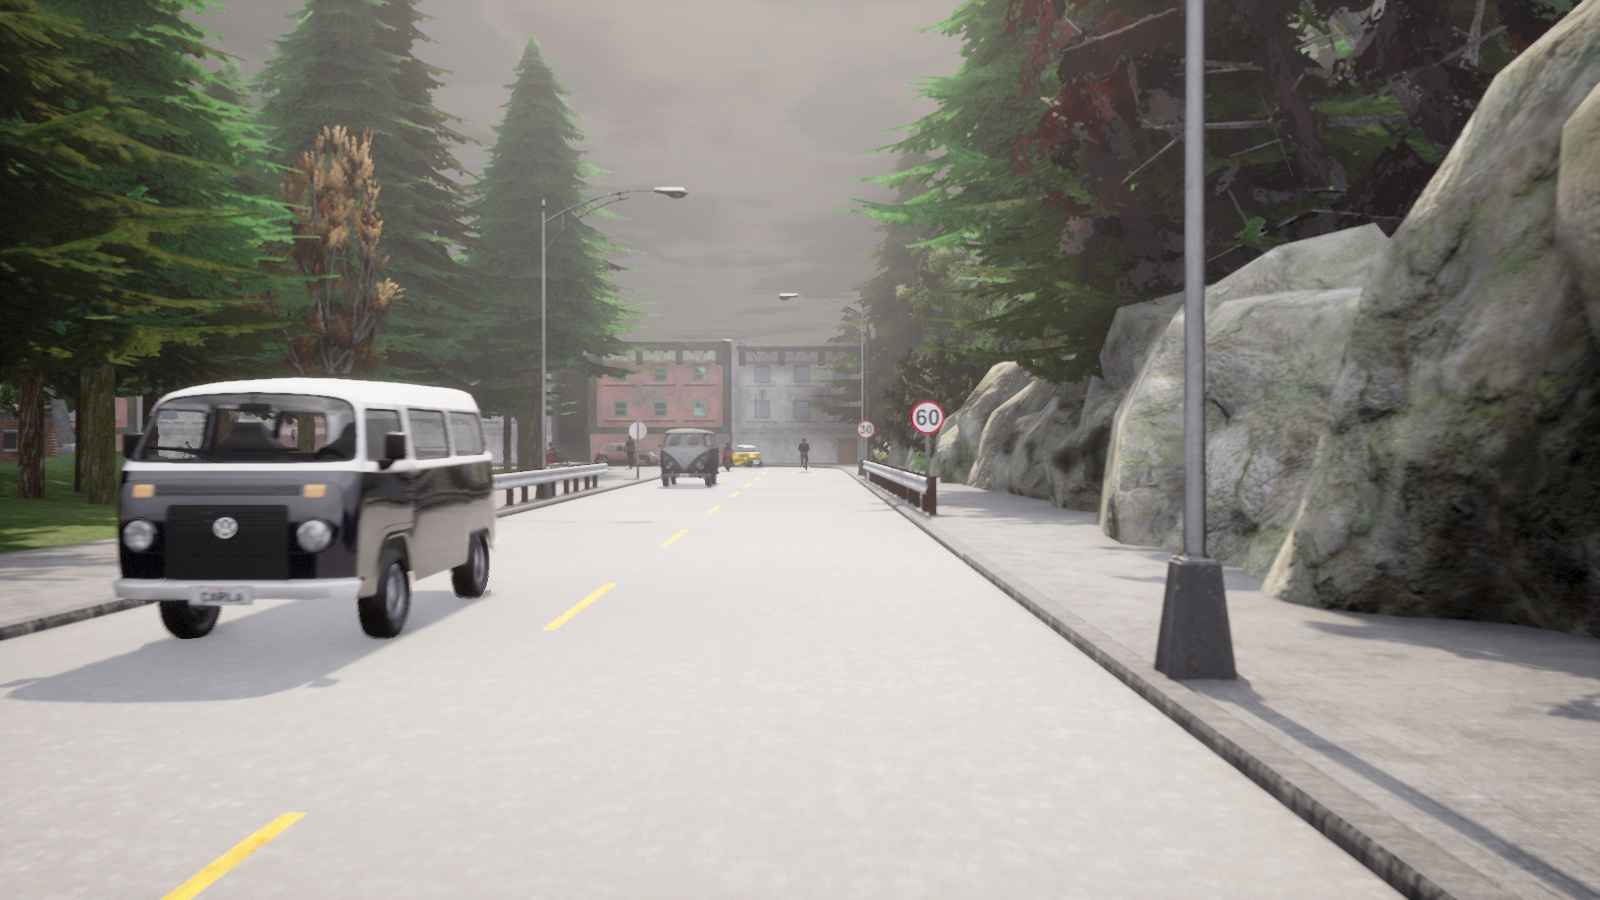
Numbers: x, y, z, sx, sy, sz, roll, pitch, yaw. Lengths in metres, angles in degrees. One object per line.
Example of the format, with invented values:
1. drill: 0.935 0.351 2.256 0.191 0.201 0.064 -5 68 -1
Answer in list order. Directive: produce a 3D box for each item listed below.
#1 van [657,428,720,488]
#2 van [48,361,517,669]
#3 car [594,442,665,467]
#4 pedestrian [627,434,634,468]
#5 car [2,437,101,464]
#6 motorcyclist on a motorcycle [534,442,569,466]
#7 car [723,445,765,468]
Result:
1. van: -3.823 0.251 43.590 1.775 1.987 4.442 0 0 0
2. van: -3.924 0.404 10.543 2.069 2.038 4.480 0 1 0
3. car: -10.165 0.282 75.042 3.806 1.475 1.970 0 0 7
4. pedestrian: -9.061 0.071 67.109 0.328 1.805 0.869 0 0 -4
5. car: -47.395 0.038 79.585 5.027 1.651 2.152 0 0 0
6. motorcyclist on a motorcycle: -15.728 0.269 79.383 2.044 1.523 0.797 0 0 0
7. car: -3.367 0.375 75.625 1.481 1.376 2.207 0 0 -39
